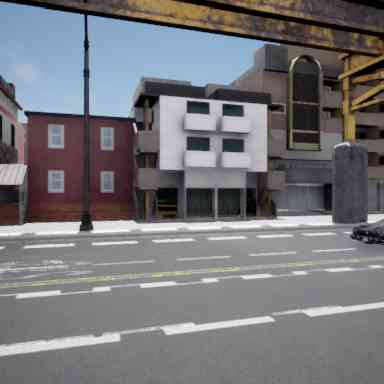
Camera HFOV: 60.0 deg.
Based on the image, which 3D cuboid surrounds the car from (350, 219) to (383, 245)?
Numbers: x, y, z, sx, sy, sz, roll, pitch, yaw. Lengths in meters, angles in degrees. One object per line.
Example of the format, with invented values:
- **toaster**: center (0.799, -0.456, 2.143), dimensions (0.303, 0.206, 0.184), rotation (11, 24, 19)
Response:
- **car**: center (9.469, 1.548, 14.093), dimensions (5.357, 1.411, 2.033), rotation (0, 0, -17)
